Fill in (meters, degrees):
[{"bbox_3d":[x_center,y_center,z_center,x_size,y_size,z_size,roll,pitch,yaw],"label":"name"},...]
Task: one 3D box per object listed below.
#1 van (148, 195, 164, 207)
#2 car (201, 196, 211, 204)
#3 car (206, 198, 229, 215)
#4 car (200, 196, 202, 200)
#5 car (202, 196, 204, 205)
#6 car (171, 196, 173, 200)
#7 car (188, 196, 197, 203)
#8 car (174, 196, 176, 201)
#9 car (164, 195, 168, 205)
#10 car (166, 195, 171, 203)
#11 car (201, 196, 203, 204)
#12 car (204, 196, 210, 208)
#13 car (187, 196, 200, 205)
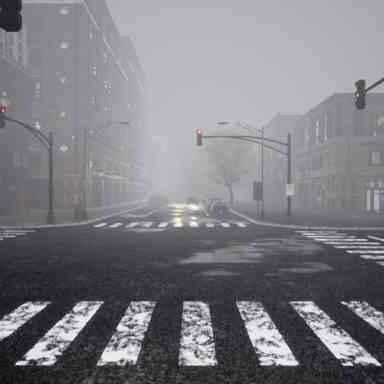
[{"bbox_3d":[-5.622,1.399,50.698,1.690,1.788,3.998,0,0,0],"label":"van"},{"bbox_3d":[2.782,1.537,67.776,1.967,1.590,4.097,0,0,0],"label":"car"},{"bbox_3d":[2.736,1.580,33.595,2.008,1.369,4.403,0,0,0],"label":"car"},{"bbox_3d":[2.775,1.633,62.079,2.008,1.369,4.403,0,0,0],"label":"car"},{"bbox_3d":[2.751,1.488,44.988,1.967,1.590,4.097,0,0,0],"label":"car"},{"bbox_3d":[-5.598,1.662,67.789,1.947,1.339,4.313,0,0,0],"label":"car"},{"bbox_3d":[0.098,1.540,70.788,1.812,1.442,4.674,0,0,0],"label":"car"},{"bbox_3d":[-5.568,1.687,90.406,1.752,1.417,4.829,0,0,0],"label":"car"},{"bbox_3d":[-5.614,1.651,56.395,1.802,1.307,4.206,0,0,0],"label":"car"},{"bbox_3d":[-5.607,1.397,62.092,2.192,1.841,5.009,0,0,0],"label":"car"},{"bbox_3d":[2.759,1.640,50.686,1.802,1.307,4.206,0,0,0],"label":"car"},{"bbox_3d":[2.744,1.479,39.292,1.967,1.590,4.097,0,0,0],"label":"car"},{"bbox_3d":[0.084,1.556,60.371,1.882,1.535,5.008,0,0,0],"label":"car"}]
